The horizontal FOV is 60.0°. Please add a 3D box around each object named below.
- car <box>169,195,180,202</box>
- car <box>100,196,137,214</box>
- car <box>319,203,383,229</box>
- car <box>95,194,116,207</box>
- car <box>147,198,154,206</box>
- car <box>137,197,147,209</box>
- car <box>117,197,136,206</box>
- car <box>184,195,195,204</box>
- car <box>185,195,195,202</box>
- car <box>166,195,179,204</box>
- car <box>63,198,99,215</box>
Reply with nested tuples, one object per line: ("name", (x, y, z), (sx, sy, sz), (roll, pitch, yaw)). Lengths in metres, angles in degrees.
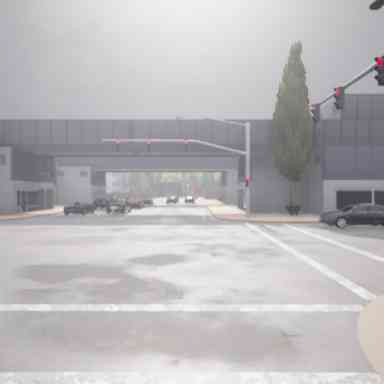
("car", (-3.923, 1.444, 74.503), (2.128, 1.511, 4.902), (0, 0, 0))
("car", (-7.749, 1.491, 35.538), (2.128, 1.511, 4.902), (0, 0, 2))
("car", (10.699, 1.504, 21.294), (4.892, 1.490, 1.837), (0, 0, 1))
("car", (-11.202, 1.221, 43.344), (2.150, 2.045, 5.566), (0, 0, 0))
("car", (-7.623, 1.600, 55.702), (1.895, 1.301, 4.718), (0, 0, 1))
("car", (-7.698, 1.477, 45.043), (1.882, 1.535, 5.008), (0, 0, 0))
("car", (-11.112, 1.547, 56.706), (2.033, 1.411, 5.357), (0, 0, 1))
("car", (-0.475, 1.563, 66.123), (1.994, 1.385, 4.181), (0, 0, 0))
("car", (-0.423, 1.462, 74.409), (1.994, 1.385, 4.181), (0, 0, 0))
("car", (-3.984, 1.546, 64.816), (2.033, 1.411, 5.357), (0, 0, 0))
("car", (-11.275, 1.600, 33.578), (1.895, 1.301, 4.718), (0, 0, 0))
